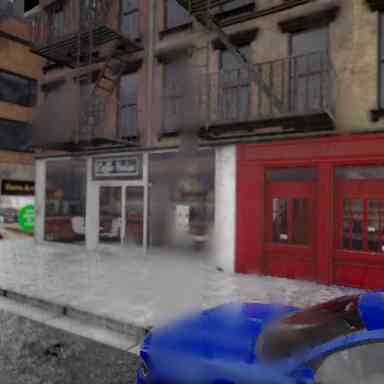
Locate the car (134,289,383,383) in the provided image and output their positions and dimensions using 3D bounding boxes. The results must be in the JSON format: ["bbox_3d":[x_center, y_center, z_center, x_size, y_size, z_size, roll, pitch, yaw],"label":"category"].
[{"bbox_3d":[1.791,1.559,2.567,5.008,1.535,1.882,0,-1,32],"label":"car"}]
